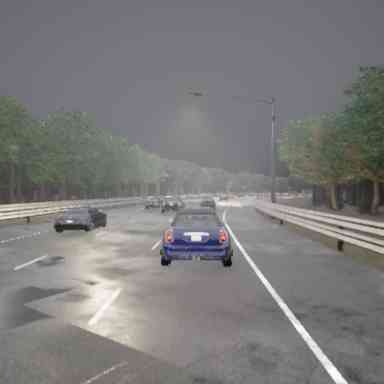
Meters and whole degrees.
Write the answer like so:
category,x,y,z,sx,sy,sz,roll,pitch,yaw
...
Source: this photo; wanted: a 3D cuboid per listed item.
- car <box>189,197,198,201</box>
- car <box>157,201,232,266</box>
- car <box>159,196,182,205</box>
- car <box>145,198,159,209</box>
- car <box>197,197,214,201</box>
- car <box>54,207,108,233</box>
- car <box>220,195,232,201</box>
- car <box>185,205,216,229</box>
category,x,y,z,sx,sy,sz,roll,pitch,yaw
car,0.727,1.603,60.811,1.895,1.301,4.718,0,0,8
car,0.186,1.354,11.714,2.097,1.767,4.553,0,0,2
car,-1.907,1.351,35.979,2.097,1.767,4.553,0,0,5
car,-4.838,1.541,44.256,2.033,1.411,5.357,0,0,7
car,2.058,1.512,41.802,1.837,1.490,4.892,0,0,5
car,-6.448,1.553,19.799,1.994,1.385,4.181,0,0,3
car,8.078,1.482,83.518,2.128,1.511,4.902,0,0,11
car,0.619,1.605,22.554,1.895,1.301,4.718,0,0,3
